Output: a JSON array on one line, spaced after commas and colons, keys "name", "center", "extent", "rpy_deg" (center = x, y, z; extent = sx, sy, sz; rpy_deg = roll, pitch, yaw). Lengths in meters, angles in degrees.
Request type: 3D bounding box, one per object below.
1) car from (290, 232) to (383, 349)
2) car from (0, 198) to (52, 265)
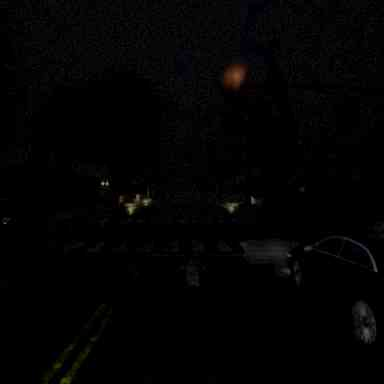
[{"name": "car", "center": [3.361, 1.490, 6.247], "extent": [2.128, 1.511, 4.902], "rpy_deg": [0, 0, -1]}, {"name": "car", "center": [-6.052, 1.218, 9.670], "extent": [2.150, 2.045, 5.566], "rpy_deg": [1, 0, -1]}]
